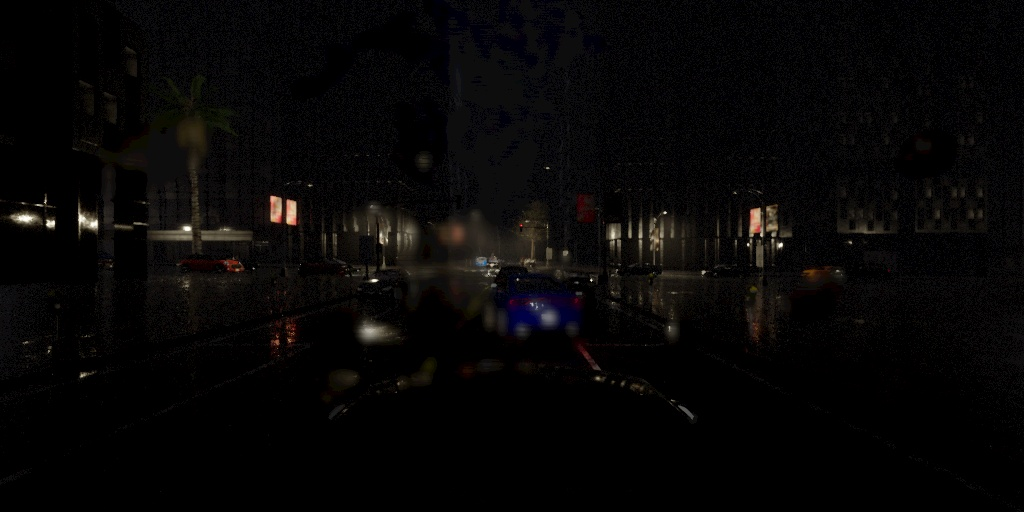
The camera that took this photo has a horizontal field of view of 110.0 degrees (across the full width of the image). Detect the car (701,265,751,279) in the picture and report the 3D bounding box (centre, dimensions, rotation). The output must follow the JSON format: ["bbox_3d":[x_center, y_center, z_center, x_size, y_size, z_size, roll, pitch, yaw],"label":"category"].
[{"bbox_3d":[23.187,1.703,38.892,4.902,1.511,2.128,1,0,0],"label":"car"}]

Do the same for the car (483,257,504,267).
[{"bbox_3d":[-2.874,1.252,56.181,2.128,1.511,4.902,0,0,2],"label":"car"}]

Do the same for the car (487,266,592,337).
[{"bbox_3d":[0.474,1.227,10.476,1.882,1.535,5.008,0,0,-8],"label":"car"}]

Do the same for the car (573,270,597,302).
[{"bbox_3d":[2.772,1.301,16.810,2.007,1.370,4.403,0,0,0],"label":"car"}]

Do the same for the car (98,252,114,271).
[{"bbox_3d":[-38.548,0.619,32.441,4.674,1.442,1.812,1,0,0],"label":"car"}]

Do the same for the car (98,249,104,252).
[{"bbox_3d":[-42.229,0.259,35.716,5.566,2.045,2.150,1,0,1],"label":"car"}]

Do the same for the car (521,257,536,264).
[{"bbox_3d":[2.987,1.312,58.993,2.007,1.370,4.403,0,0,1],"label":"car"}]

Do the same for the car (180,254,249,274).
[{"bbox_3d":[-27.022,0.642,32.387,4.553,1.767,2.097,1,0,0],"label":"car"}]

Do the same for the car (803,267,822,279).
[{"bbox_3d":[36.998,1.959,42.075,5.008,1.535,1.882,1,0,0],"label":"car"}]

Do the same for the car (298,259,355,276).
[{"bbox_3d":[-16.906,1.033,32.343,4.181,1.385,1.994,1,0,0],"label":"car"}]

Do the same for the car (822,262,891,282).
[{"bbox_3d":[37.585,1.707,38.832,5.566,2.045,2.150,1,0,0],"label":"car"}]

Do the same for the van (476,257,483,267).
[{"bbox_3d":[-5.484,1.105,64.586,1.690,1.789,3.998,0,0,1],"label":"van"}]

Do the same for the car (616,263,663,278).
[{"bbox_3d":[13.768,1.527,38.913,4.902,1.511,2.128,1,0,-1],"label":"car"}]

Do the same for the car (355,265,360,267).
[{"bbox_3d":[-17.916,1.005,35.600,5.357,1.411,2.033,1,0,0],"label":"car"}]

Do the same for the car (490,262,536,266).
[{"bbox_3d":[0.077,1.255,18.019,1.837,1.490,4.892,0,0,0],"label":"car"}]

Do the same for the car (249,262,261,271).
[{"bbox_3d":[-27.864,0.883,35.640,4.718,1.301,1.895,1,0,0],"label":"car"}]

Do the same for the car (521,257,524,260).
[{"bbox_3d":[3.042,1.289,64.675,1.751,1.417,4.829,0,0,1],"label":"car"}]

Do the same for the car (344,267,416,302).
[{"bbox_3d":[-5.753,1.300,16.818,2.007,1.370,4.403,0,0,0],"label":"car"}]
